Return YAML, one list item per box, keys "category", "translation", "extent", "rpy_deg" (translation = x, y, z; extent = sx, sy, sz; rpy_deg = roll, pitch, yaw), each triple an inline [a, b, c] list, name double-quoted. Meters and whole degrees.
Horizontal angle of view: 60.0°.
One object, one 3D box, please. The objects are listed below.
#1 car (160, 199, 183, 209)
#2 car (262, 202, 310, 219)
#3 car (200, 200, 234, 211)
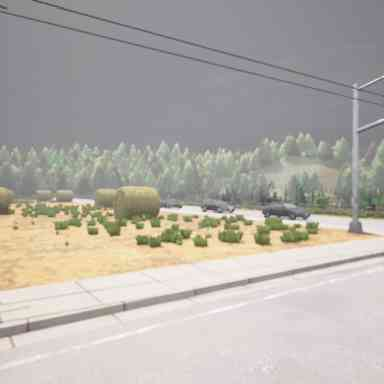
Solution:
- category: "car"
  translation: [-3.043, 1.704, 47.081]
  extent: [1.994, 1.385, 4.181]
  rpy_deg: [0, 0, -32]
- category: "car"
  translation: [8.214, 1.657, 29.492]
  extent: [1.812, 1.442, 4.674]
  rpy_deg: [0, 0, -33]
- category: "car"
  translation: [2.865, 1.626, 37.816]
  extent: [2.128, 1.511, 4.902]
  rpy_deg: [0, 0, -33]
